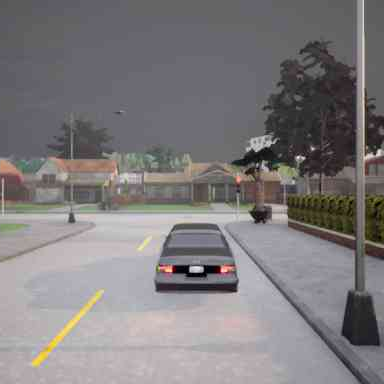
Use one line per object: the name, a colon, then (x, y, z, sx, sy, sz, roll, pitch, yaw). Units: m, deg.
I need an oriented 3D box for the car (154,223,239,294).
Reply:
car: (0.099, 1.547, 8.949, 2.033, 1.411, 5.357, 0, 0, 0)
